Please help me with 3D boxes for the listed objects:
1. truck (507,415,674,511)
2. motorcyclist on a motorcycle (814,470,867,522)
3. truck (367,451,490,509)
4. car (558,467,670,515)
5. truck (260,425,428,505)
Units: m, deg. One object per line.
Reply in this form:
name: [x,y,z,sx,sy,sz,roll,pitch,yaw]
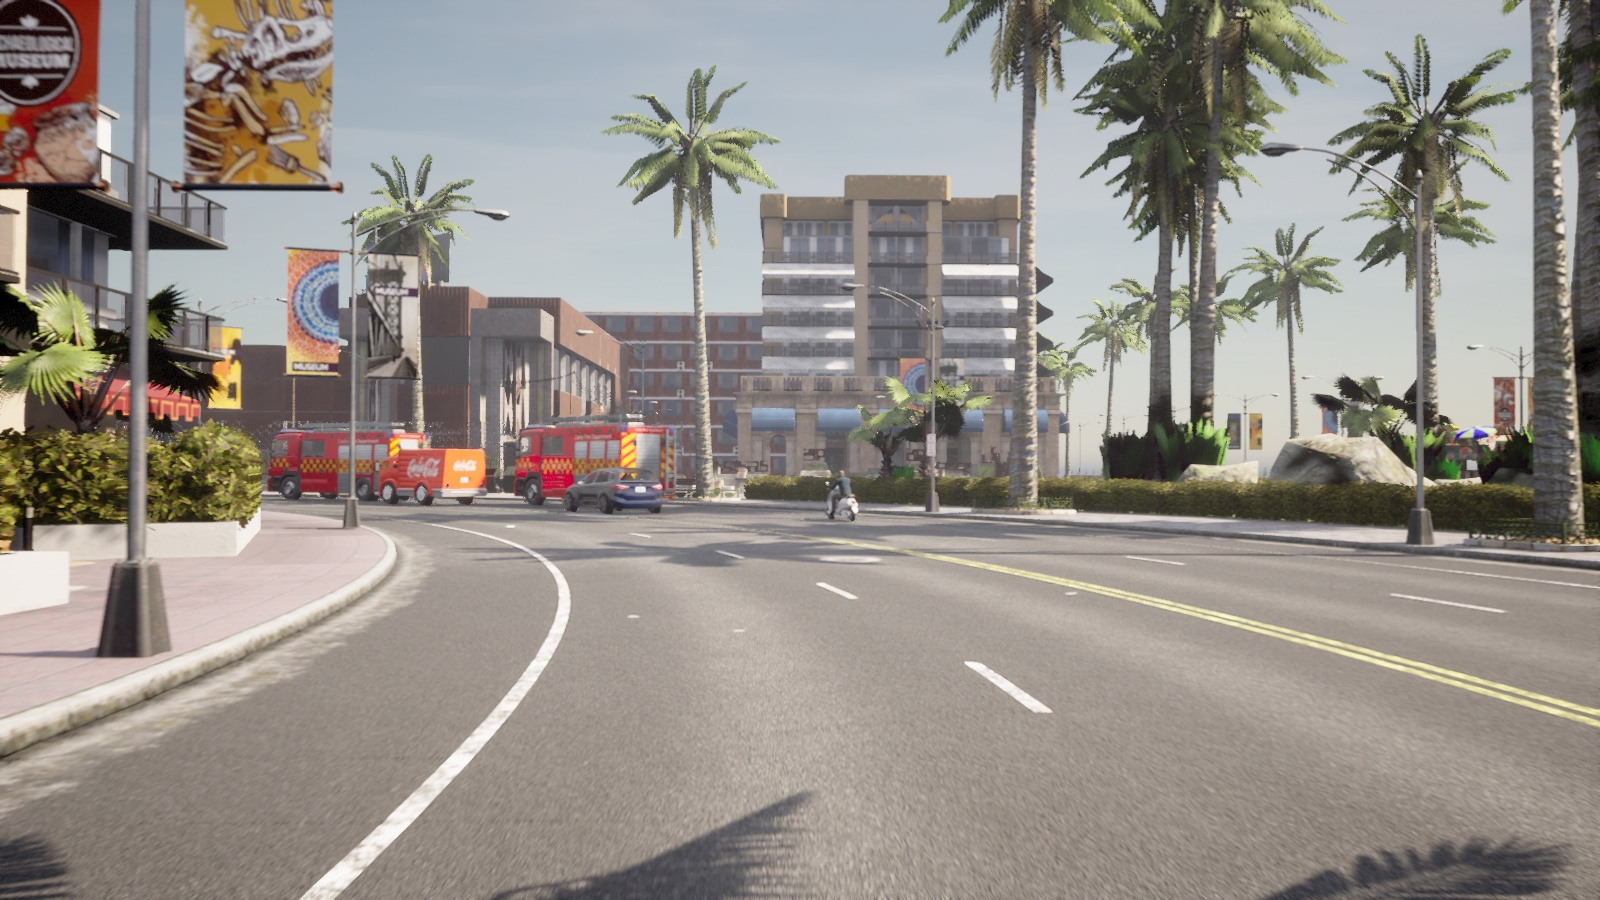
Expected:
truck: [-9.147,0.593,54.089,2.891,3.827,8.468,1,-1,-43]
motorcyclist on a motorcycle: [1.275,1.428,39.736,0.866,1.590,1.817,0,-1,-28]
truck: [-16.496,1.326,55.632,5.204,2.467,2.627,-1,-1,37]
car: [-6.923,1.461,46.250,2.242,1.667,4.611,1,-1,-35]
truck: [-23.046,0.804,63.376,8.468,3.827,2.891,-1,-1,26]
